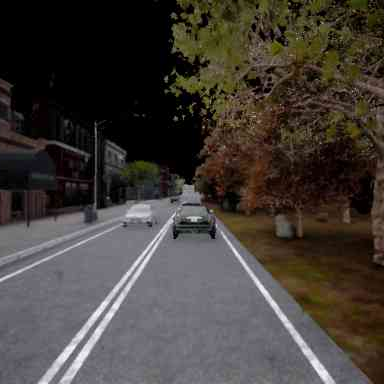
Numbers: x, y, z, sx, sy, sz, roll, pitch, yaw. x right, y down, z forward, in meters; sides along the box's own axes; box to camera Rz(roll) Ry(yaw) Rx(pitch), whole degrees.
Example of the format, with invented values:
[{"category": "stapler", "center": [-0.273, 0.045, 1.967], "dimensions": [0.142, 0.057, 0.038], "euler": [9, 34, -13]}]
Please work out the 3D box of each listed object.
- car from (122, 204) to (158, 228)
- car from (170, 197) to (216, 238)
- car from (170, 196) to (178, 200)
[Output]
[{"category": "car", "center": [-3.348, 1.520, 22.103], "dimensions": [1.812, 1.442, 4.674], "euler": [0, 0, 0]}, {"category": "car", "center": [0.104, 1.349, 17.822], "dimensions": [2.097, 1.767, 4.553], "euler": [0, 0, 0]}, {"category": "car", "center": [-3.261, 1.532, 63.886], "dimensions": [2.033, 1.411, 5.357], "euler": [0, 0, 0]}]
